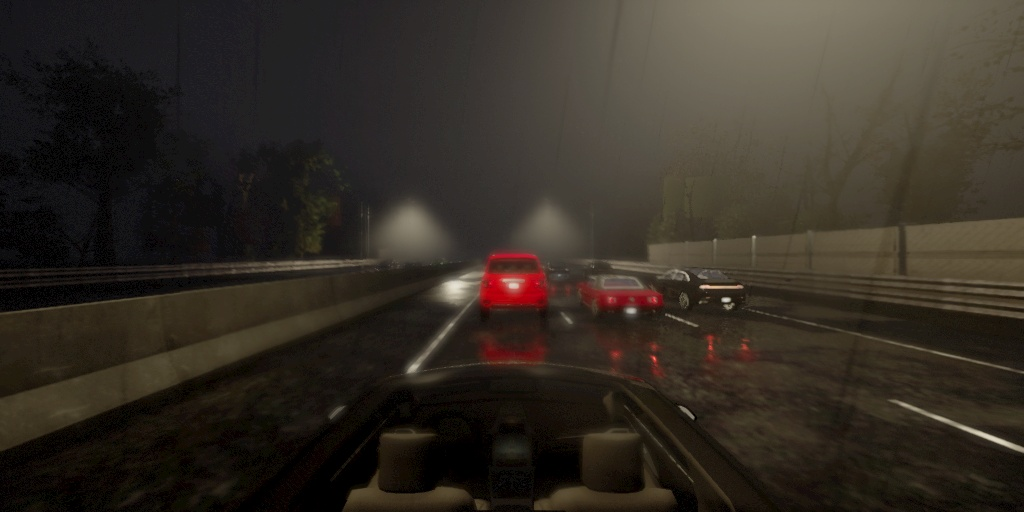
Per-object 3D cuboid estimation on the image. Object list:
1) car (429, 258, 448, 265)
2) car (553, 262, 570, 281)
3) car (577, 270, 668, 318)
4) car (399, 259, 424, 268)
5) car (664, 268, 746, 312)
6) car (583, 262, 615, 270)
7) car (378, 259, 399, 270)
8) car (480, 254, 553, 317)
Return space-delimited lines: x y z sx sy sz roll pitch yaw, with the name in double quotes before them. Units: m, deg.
"car" -10.592 1.047 52.101 2.097 1.767 4.553 0 0 0
"car" 3.570 1.215 29.280 2.128 1.511 4.902 0 0 0
"car" 3.563 1.341 12.832 1.895 1.301 4.718 0 0 0
"car" -14.091 1.173 51.507 1.882 1.535 5.008 0 0 0
"car" 7.070 1.231 14.231 2.128 1.511 4.902 0 0 0
"car" 7.072 1.229 29.355 1.837 1.490 4.892 0 1 0
"car" -17.591 1.200 51.475 1.837 1.490 4.892 0 0 0
"car" 0.067 0.962 13.209 2.150 2.045 5.566 0 0 0
